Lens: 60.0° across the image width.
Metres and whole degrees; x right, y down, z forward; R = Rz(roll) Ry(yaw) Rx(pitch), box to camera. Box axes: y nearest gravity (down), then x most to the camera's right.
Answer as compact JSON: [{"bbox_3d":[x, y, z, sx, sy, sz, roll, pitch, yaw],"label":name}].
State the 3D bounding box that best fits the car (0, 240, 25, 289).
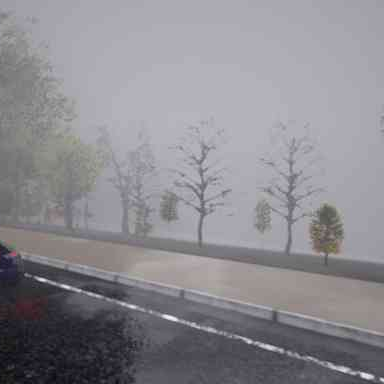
[{"bbox_3d":[-5.746,1.451,7.717,4.181,1.385,1.994,1,1,36],"label":"car"}]
